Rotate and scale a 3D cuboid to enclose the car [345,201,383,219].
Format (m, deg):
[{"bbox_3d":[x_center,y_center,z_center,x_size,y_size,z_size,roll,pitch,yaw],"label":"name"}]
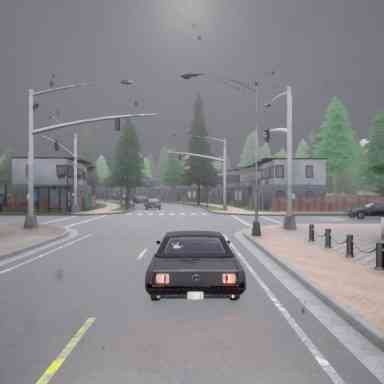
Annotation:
[{"bbox_3d":[15.416,1.510,28.006,4.674,1.442,1.812,0,0,1],"label":"car"}]

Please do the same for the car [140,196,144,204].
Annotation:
[{"bbox_3d":[-6.448,1.513,51.979,2.033,1.411,5.357,0,0,-14],"label":"car"}]

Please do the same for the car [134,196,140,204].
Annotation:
[{"bbox_3d":[-9.661,1.470,61.431,1.837,1.490,4.892,0,0,-23],"label":"car"}]

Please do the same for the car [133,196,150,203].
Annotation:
[{"bbox_3d":[-10.935,1.505,71.886,1.994,1.385,4.181,0,0,-36],"label":"car"}]

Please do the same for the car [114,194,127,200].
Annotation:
[{"bbox_3d":[-16.935,1.322,79.949,4.674,1.442,1.812,0,0,45],"label":"car"}]

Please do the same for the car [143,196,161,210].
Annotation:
[{"bbox_3d":[-4.929,1.491,42.409,1.812,1.442,4.674,0,0,-6],"label":"car"}]

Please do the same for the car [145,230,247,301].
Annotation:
[{"bbox_3d":[0.036,1.601,8.285,1.895,1.301,4.718,0,0,-1],"label":"car"}]
